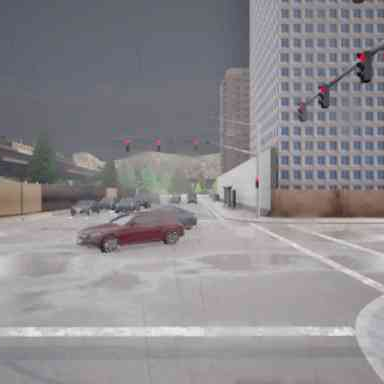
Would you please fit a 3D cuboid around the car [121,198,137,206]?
[{"bbox_3d":[-10.535,1.666,55.894,1.895,1.301,4.718,0,0,1],"label":"car"}]

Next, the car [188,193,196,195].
[{"bbox_3d":[0.050,1.140,74.657,2.150,2.045,5.566,0,0,0],"label":"car"}]

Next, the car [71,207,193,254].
[{"bbox_3d":[-2.427,1.572,13.987,4.674,1.442,1.812,0,-1,-40],"label":"car"}]

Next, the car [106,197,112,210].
[{"bbox_3d":[-10.563,1.401,42.298,2.097,1.767,4.553,0,0,0],"label":"car"}]

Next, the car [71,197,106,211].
[{"bbox_3d":[-10.580,1.531,33.401,2.128,1.511,4.902,0,0,1],"label":"car"}]

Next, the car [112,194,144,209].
[{"bbox_3d":[-7.063,1.395,36.947,2.097,1.767,4.553,0,0,0],"label":"car"}]

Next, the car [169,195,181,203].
[{"bbox_3d":[-3.457,1.676,64.437,1.895,1.301,4.718,0,0,0],"label":"car"}]

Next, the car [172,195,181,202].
[{"bbox_3d":[-3.450,1.393,74.630,1.882,1.535,5.008,0,0,0],"label":"car"}]

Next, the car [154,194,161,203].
[{"bbox_3d":[-6.999,1.295,60.727,2.150,2.045,5.566,0,0,1],"label":"car"}]

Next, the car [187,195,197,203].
[{"bbox_3d":[0.043,1.676,64.434,1.895,1.301,4.718,0,0,0],"label":"car"}]

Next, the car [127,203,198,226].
[{"bbox_3d":[-1.698,1.615,21.313,4.181,1.385,1.994,0,0,0],"label":"car"}]

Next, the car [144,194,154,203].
[{"bbox_3d":[-7.052,1.276,46.384,2.150,2.045,5.566,0,0,0],"label":"car"}]
